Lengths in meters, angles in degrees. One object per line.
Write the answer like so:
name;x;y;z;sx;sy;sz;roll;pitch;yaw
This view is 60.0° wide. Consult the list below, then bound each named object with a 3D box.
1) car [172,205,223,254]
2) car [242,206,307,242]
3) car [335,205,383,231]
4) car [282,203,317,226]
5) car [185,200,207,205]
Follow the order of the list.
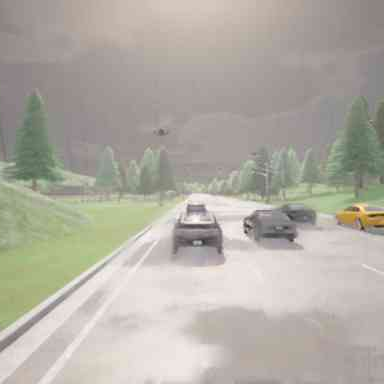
car;0.209;1.515;13.668;2.128;1.511;4.902;0;0;1
car;3.735;1.582;16.661;2.033;1.411;5.357;0;0;1
car;10.779;1.528;21.047;1.882;1.535;5.008;0;0;1
car;7.307;1.529;23.909;1.882;1.535;5.008;0;0;1
car;0.389;1.549;32.323;2.128;1.511;4.902;0;0;1
